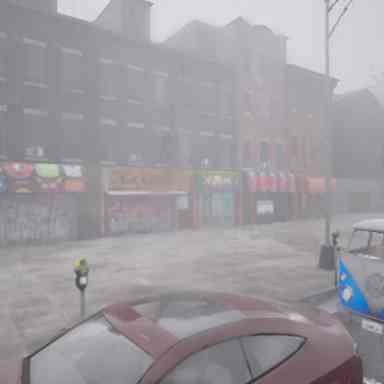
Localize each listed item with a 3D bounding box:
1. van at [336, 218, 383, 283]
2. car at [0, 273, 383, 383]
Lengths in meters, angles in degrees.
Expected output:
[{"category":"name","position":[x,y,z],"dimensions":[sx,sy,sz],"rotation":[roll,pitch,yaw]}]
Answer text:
[{"category":"van","position":[4.166,1.302,5.751],"dimensions":[3.998,1.788,1.690],"rotation":[0,0,-35]},{"category":"car","position":[-0.295,1.575,2.598],"dimensions":[4.206,1.307,1.802],"rotation":[0,0,-35]}]
